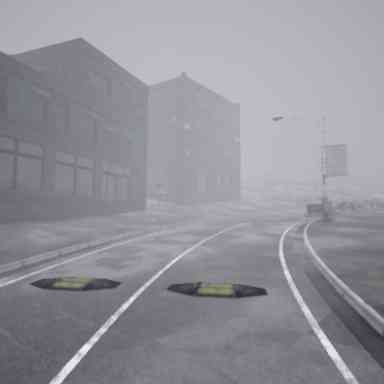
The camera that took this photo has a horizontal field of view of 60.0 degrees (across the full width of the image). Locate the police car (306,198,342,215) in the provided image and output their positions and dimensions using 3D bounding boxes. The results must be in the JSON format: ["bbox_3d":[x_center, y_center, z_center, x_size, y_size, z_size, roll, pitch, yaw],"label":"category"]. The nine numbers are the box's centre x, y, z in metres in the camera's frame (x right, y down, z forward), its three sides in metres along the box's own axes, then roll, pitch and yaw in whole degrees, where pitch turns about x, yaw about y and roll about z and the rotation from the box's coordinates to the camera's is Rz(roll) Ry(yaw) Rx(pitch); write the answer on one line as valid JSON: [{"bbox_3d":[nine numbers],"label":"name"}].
[{"bbox_3d":[13.704,1.479,34.981,1.930,1.638,5.238,-3,-2,39],"label":"police car"}]

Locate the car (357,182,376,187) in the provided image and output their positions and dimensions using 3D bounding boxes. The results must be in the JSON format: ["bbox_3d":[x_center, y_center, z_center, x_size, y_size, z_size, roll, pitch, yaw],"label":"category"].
[{"bbox_3d":[42.179,-1.678,82.497,4.553,1.767,2.185,2,-5,-13],"label":"car"}]

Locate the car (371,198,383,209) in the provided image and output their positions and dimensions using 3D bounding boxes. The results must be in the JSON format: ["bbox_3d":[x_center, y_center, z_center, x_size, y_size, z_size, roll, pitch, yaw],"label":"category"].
[{"bbox_3d":[24.700,1.599,45.377,4.892,1.490,1.837,0,-4,-36],"label":"car"}]

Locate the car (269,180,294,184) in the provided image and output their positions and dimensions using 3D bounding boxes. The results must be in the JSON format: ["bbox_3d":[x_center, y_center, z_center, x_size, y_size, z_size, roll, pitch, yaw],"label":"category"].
[{"bbox_3d":[20.506,-2.050,78.011,4.892,1.521,2.231,1,-5,-10],"label":"car"}]

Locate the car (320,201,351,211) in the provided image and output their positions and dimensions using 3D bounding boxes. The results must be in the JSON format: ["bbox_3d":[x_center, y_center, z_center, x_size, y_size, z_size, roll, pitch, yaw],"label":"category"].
[{"bbox_3d":[20.734,1.957,47.937,4.718,1.301,1.895,0,-4,-37],"label":"car"}]

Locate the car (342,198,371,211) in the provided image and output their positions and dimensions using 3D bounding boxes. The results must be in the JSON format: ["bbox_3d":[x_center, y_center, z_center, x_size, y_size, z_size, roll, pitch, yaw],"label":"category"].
[{"bbox_3d":[20.227,1.588,41.798,4.892,1.490,1.837,0,-3,-42],"label":"car"}]

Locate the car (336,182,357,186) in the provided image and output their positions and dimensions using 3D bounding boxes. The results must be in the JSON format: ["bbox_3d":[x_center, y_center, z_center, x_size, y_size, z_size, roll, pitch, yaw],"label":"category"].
[{"bbox_3d":[36.807,-1.698,81.201,5.008,1.535,2.097,1,-5,-12],"label":"car"}]

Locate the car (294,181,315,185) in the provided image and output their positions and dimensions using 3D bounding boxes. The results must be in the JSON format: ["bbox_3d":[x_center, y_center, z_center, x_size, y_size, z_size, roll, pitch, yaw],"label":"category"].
[{"bbox_3d":[25.942,-1.955,78.966,4.892,1.521,2.231,1,-5,-10],"label":"car"}]

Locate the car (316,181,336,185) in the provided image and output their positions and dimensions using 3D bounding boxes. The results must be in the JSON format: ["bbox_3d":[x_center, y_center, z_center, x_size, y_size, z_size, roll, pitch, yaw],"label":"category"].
[{"bbox_3d":[31.386,-1.794,80.022,4.674,1.452,2.002,1,-5,-11],"label":"car"}]

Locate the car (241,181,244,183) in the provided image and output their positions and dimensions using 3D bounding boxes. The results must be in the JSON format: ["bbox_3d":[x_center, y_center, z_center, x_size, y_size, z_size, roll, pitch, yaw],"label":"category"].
[{"bbox_3d":[9.728,-2.338,76.144,4.553,1.767,2.185,1,-5,-10],"label":"car"}]
